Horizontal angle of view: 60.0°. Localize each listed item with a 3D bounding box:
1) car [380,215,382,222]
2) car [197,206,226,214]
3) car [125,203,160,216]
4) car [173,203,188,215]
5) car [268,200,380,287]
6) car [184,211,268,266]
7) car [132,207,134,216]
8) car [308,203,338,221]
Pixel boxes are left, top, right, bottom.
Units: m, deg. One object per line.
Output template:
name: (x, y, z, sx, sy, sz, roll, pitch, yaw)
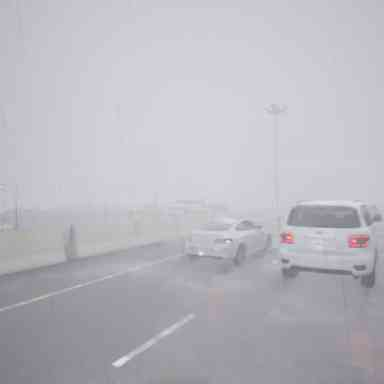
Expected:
car: (16.136, 1.794, 30.642, 2.128, 1.511, 4.902, -1, -1, 30)
car: (2.143, 1.922, 34.756, 1.882, 1.535, 5.008, -1, -1, 30)
car: (-6.074, 2.142, 41.526, 1.812, 1.442, 4.674, -1, -1, 30)
car: (-0.734, 1.719, 36.791, 2.150, 2.045, 5.566, -1, -1, 30)
car: (4.185, 1.254, 9.779, 2.150, 2.045, 5.566, -1, -1, 30)
car: (1.422, 1.609, 11.990, 1.812, 1.442, 4.674, -1, -1, 30)
car: (-5.124, 1.982, 36.160, 1.882, 1.535, 5.008, -1, -1, 30)
car: (12.366, 1.805, 31.101, 1.882, 1.535, 5.008, -1, -1, 30)
